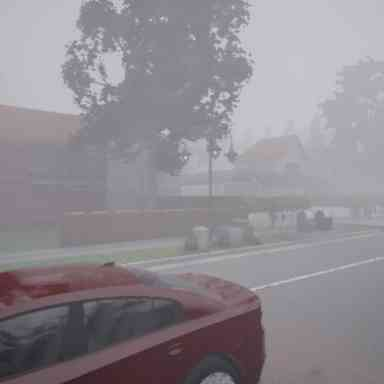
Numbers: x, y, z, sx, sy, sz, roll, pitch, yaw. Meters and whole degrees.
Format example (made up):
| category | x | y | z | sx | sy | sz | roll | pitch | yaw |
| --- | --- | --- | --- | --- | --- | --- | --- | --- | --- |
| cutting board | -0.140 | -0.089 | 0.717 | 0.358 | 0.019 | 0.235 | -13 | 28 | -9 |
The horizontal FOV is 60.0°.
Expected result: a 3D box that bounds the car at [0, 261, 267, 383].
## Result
| category | x | y | z | sx | sy | sz | roll | pitch | yaw |
| --- | --- | --- | --- | --- | --- | --- | --- | --- | --- |
| car | -1.520 | 1.477 | 2.906 | 5.008 | 1.535 | 1.882 | 0 | 0 | -35 |
